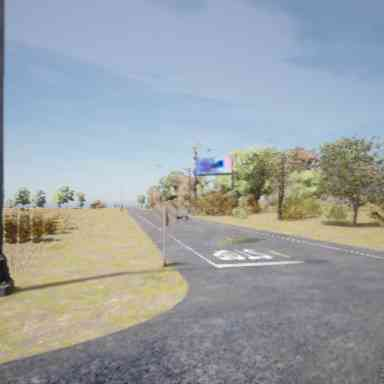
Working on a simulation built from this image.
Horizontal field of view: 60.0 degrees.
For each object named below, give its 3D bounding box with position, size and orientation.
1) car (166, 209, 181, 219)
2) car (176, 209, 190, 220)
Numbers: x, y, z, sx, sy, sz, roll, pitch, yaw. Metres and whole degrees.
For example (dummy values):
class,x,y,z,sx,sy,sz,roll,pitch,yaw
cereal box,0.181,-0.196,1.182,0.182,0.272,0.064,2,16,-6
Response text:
class,x,y,z,sx,sy,sz,roll,pitch,yaw
car,-3.255,3.802,58.298,1.837,1.490,4.892,0,-2,-12
car,-1.588,3.572,50.372,1.895,1.301,4.718,0,-2,-11
